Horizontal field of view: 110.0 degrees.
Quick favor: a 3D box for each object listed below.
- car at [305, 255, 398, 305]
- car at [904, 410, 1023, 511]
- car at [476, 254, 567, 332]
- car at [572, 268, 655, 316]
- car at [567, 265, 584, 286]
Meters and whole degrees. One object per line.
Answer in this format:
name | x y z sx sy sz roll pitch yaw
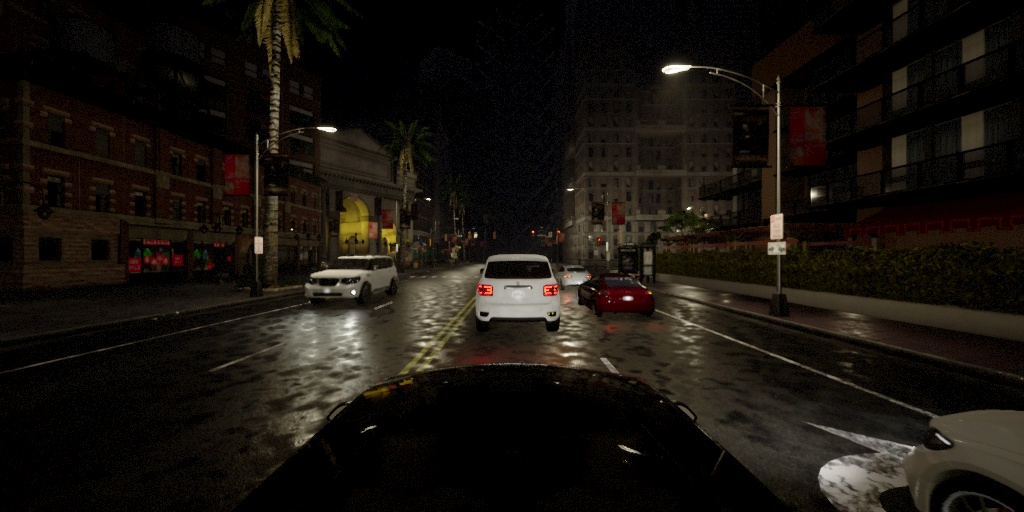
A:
car | -6.956 0.972 16.327 2.150 2.045 5.566 0 0 1
car | 3.680 1.276 0.509 1.812 1.442 4.674 0 0 -1
car | 0.159 0.971 11.043 2.150 2.045 5.566 0 0 0
car | 3.680 1.313 13.338 1.994 1.385 4.181 0 0 0
car | 3.729 1.275 22.110 1.812 1.442 4.674 0 0 0
